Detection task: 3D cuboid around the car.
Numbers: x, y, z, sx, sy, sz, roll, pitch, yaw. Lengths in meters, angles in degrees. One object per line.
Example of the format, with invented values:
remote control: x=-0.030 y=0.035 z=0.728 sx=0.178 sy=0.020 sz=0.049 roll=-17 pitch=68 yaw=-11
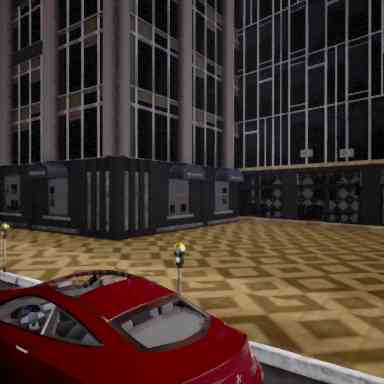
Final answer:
car: x=-1.290 y=1.581 z=3.793 sx=4.206 sy=1.307 sz=1.802 roll=0 pitch=0 yaw=35
